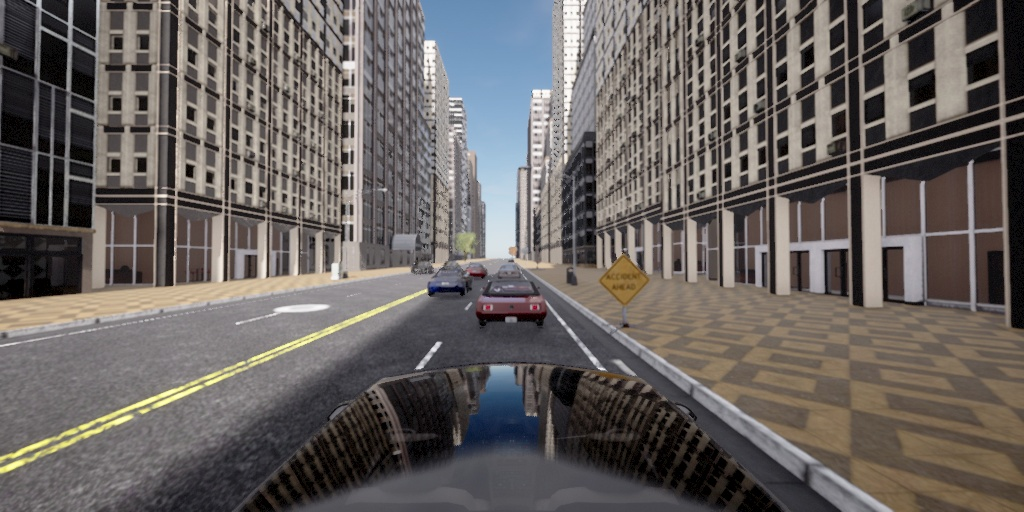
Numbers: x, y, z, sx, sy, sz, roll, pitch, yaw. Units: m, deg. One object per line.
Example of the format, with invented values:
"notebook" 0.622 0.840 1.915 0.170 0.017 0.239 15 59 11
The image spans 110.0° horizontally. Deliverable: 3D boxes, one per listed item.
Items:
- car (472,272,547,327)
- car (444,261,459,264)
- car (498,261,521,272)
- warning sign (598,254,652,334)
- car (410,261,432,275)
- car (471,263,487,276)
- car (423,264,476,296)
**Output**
"car" -0.027 1.374 11.552 1.895 1.301 4.718 0 0 0
"car" -7.031 1.358 41.311 1.837 1.490 4.892 0 0 -1
"car" -0.221 1.370 29.831 2.033 1.411 5.357 0 0 0
"warning sign" 2.787 0.882 8.855 1.300 1.860 1.060 0 0 -1
"car" -10.282 1.358 41.269 1.837 1.490 4.892 0 0 -1
"car" -3.525 1.401 35.339 1.994 1.385 4.181 0 0 -1
"car" -3.348 1.359 19.944 1.994 1.385 4.181 0 0 -1
